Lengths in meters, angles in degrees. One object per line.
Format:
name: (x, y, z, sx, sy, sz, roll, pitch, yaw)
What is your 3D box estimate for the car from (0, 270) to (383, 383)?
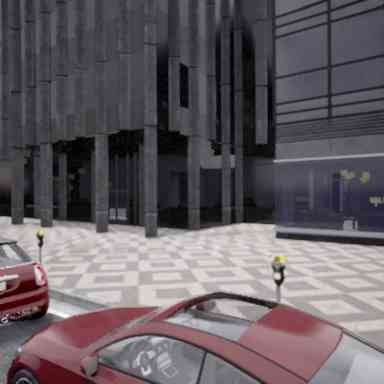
car: (0.088, 1.594, 2.899, 4.206, 1.307, 1.802, -1, 0, 35)

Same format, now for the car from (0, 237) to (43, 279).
car: (-4.539, 1.496, 6.191, 4.097, 1.590, 1.967, -1, 0, 35)
